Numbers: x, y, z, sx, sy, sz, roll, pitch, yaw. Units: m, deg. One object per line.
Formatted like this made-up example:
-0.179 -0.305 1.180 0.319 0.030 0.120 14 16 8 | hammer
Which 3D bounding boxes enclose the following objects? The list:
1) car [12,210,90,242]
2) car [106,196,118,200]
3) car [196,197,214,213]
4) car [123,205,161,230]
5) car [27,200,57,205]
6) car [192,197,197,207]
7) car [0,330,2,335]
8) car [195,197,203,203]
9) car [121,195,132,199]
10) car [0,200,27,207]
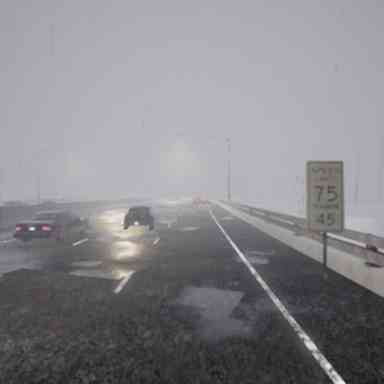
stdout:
-6.813 1.624 16.700 2.033 1.411 5.357 0 0 1 | car
-19.168 1.539 79.484 2.097 1.767 4.553 0 0 3 | car
1.713 1.665 40.695 1.801 1.575 5.366 0 0 1 | car
-3.248 1.610 22.071 1.837 1.490 4.892 0 0 1 | car
-17.120 1.721 39.361 1.812 1.442 4.674 0 0 2 | car
1.028 1.674 59.293 2.097 1.767 4.553 0 0 2 | car
-3.397 1.555 1.835 2.033 1.411 5.357 0 0 0 | car
1.673 1.812 75.749 1.812 1.442 4.674 0 0 3 | car
-15.645 1.571 79.889 1.837 1.490 4.892 0 0 3 | car
-20.650 1.664 38.060 1.882 1.535 5.008 0 0 1 | car
